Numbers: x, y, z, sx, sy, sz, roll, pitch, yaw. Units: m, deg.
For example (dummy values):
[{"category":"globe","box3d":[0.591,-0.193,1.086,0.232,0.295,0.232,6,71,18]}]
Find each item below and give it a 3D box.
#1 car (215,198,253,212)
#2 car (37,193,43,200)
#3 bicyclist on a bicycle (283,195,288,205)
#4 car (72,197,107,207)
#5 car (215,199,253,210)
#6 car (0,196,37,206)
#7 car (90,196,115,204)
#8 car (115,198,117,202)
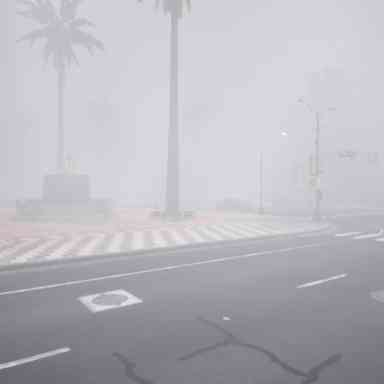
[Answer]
[{"category":"car","box3d":[4.936,1.496,39.056,1.837,1.490,4.892,1,0,-43]},{"category":"car","box3d":[-26.043,1.217,58.561,5.566,2.045,2.150,0,0,-10]},{"category":"bicyclist on a bicycle","box3d":[15.278,1.287,54.491,0.582,1.620,1.656,0,0,42]},{"category":"car","box3d":[-16.018,1.500,52.104,4.892,1.490,1.837,0,0,3]},{"category":"car","box3d":[5.404,1.591,43.584,4.718,1.301,1.895,0,0,42]},{"category":"car","box3d":[-28.646,1.502,54.335,4.892,1.490,1.837,0,0,-14]},{"category":"car","box3d":[-14.199,1.520,48.458,4.674,1.442,1.812,0,0,5]},{"category":"car","box3d":[-15.835,1.485,59.127,4.902,1.511,2.128,0,0,2]}]
